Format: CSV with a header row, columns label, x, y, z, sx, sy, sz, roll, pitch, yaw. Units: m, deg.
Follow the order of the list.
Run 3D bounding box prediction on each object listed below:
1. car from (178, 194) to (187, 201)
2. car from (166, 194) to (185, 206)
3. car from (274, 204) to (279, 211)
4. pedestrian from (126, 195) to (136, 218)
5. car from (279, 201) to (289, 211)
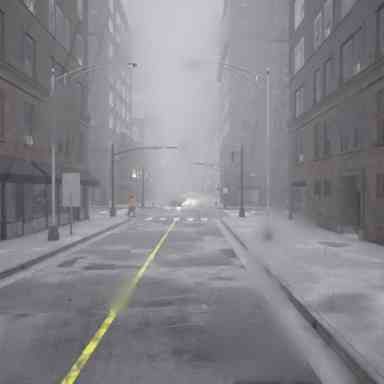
label,x,y,z,sx,sy,sz,roll,pitch,yaw
car,-2.301,1.345,82.481,2.128,1.511,4.902,0,0,0
car,-2.702,1.272,51.035,2.097,1.767,4.553,0,0,2
car,11.998,1.647,39.993,4.206,1.307,1.802,1,0,1
pedestrian,-4.692,1.134,25.942,0.375,1.860,0.375,0,0,0
car,12.804,1.583,37.404,4.902,1.511,2.128,1,0,1
